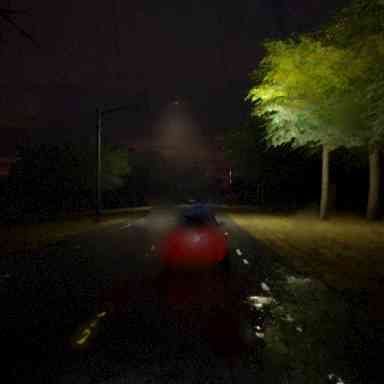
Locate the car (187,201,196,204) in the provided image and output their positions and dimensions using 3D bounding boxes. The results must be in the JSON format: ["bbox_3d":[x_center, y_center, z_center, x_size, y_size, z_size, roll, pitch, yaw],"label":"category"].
[{"bbox_3d":[0.566,1.814,28.477,1.882,1.535,5.008,0,0,2],"label":"car"}]

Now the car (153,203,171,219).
[{"bbox_3d":[-2.826,1.906,34.291,1.837,1.490,4.892,0,0,1],"label":"car"}]

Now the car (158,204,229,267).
[{"bbox_3d":[0.158,1.496,12.195,2.097,1.767,4.553,0,-1,1],"label":"car"}]

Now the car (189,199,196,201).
[{"bbox_3d":[0.016,2.373,78.269,2.033,1.411,5.357,0,-1,5],"label":"car"}]
